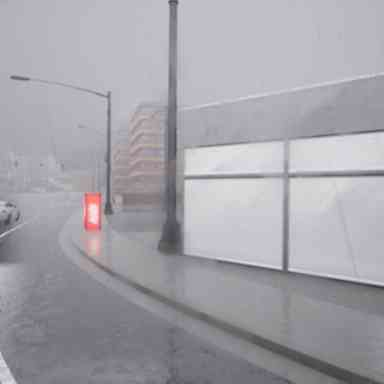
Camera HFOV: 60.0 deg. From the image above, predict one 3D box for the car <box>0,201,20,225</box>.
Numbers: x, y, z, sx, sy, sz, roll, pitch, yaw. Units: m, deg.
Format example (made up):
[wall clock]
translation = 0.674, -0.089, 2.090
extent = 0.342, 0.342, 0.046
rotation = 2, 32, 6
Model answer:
[car]
translation = -12.494, 1.293, 21.496
extent = 1.812, 1.442, 4.674
rotation = 0, 0, -18

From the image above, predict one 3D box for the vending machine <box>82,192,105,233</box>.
[vending machine]
translation = -5.232, 1.052, 17.578
extent = 1.100, 2.100, 0.880
rotation = 0, 0, -19
